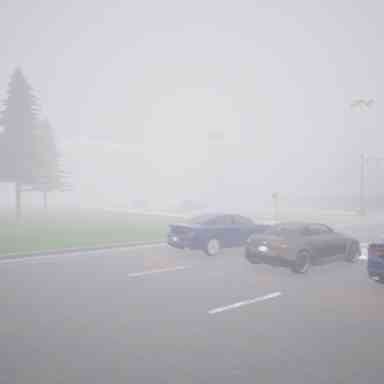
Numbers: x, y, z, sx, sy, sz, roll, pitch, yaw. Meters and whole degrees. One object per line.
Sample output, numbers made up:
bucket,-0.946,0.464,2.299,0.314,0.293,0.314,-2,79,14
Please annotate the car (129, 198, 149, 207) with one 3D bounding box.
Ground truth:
car,-9.356,1.787,58.772,2.128,1.511,4.902,0,0,-36

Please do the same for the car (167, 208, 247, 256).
car,1.390,1.552,13.495,5.008,1.535,1.882,0,0,-36

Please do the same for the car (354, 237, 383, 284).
car,6.444,1.533,8.514,5.008,1.535,1.882,1,-1,-36

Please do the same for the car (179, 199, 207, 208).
car,0.038,1.748,46.189,1.837,1.490,4.892,0,0,-37

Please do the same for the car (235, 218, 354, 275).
car,3.694,1.627,10.843,4.181,1.385,1.994,0,0,-36
